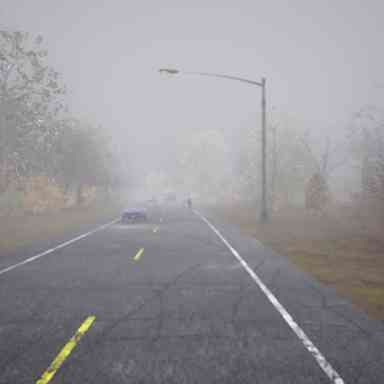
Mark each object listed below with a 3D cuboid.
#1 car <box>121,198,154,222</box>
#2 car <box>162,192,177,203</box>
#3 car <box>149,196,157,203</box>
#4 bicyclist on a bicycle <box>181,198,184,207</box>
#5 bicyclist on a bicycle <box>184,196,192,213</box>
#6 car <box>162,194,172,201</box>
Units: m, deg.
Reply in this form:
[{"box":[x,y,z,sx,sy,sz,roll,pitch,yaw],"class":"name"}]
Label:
[{"box":[-4.327,1.461,26.177,1.882,1.535,5.008,0,0,-3],"class":"car"},{"box":[-4.313,1.094,66.645,2.150,2.045,5.566,0,-1,-7],"class":"car"},{"box":[-7.865,1.417,66.694,2.033,1.411,5.357,0,0,-7],"class":"car"},{"box":[-1.048,1.376,44.725,0.866,1.612,1.509,0,0,-5],"class":"bicyclist on a bicycle"},{"box":[-0.247,1.417,34.563,0.582,1.620,1.656,0,0,-4],"class":"bicyclist on a bicycle"},{"box":[-5.874,1.314,77.793,1.882,1.535,5.008,0,0,-9],"class":"car"}]
